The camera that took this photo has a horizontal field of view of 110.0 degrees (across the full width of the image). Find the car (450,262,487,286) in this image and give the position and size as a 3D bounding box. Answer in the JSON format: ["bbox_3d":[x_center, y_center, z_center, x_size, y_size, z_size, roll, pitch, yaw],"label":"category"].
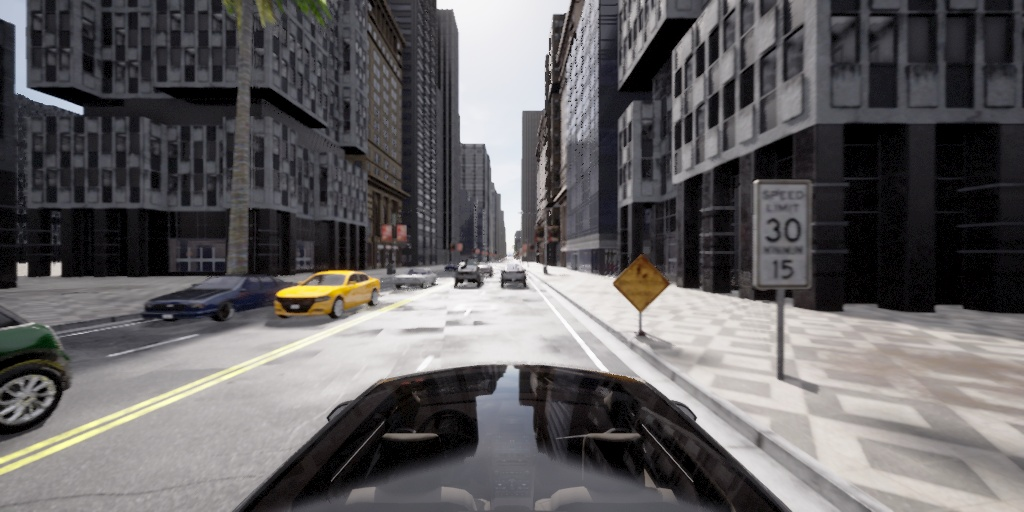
[{"bbox_3d":[-3.154,1.429,26.885,1.837,1.490,4.892,0,0,0],"label":"car"}]

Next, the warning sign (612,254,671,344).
[{"bbox_3d":[2.849,0.895,7.983,1.300,1.860,1.060,0,0,0],"label":"warning sign"}]

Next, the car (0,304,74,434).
[{"bbox_3d":[-6.599,1.105,2.505,2.097,1.767,4.553,0,0,0],"label":"car"}]

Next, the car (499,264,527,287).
[{"bbox_3d":[0.099,1.410,26.395,2.128,1.511,4.902,0,0,0],"label":"car"}]

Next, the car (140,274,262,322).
[{"bbox_3d":[-9.848,1.360,12.897,2.033,1.411,5.357,0,0,0],"label":"car"}]

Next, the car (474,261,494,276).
[{"bbox_3d":[-3.174,1.624,42.427,2.033,1.411,5.357,0,-1,0],"label":"car"}]

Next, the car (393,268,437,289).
[{"bbox_3d":[-6.543,1.504,24.688,1.895,1.301,4.718,0,0,0],"label":"car"}]

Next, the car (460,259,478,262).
[{"bbox_3d":[-6.548,1.482,58.741,2.150,2.045,5.566,0,-1,1],"label":"car"}]

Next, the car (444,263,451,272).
[{"bbox_3d":[-9.794,1.862,58.693,1.895,1.301,4.718,0,-1,1],"label":"car"}]

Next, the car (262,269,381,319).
[{"bbox_3d":[-6.592,1.293,13.418,1.882,1.535,5.008,0,0,0],"label":"car"}]
